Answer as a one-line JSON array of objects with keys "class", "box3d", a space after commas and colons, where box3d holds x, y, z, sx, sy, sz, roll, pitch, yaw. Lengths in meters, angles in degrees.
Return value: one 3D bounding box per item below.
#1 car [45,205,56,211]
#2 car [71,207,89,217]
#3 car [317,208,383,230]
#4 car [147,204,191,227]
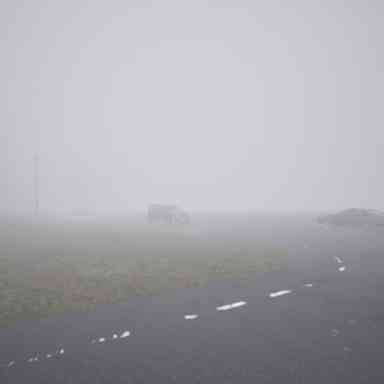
[{"class": "car", "box3d": [-36.652, 4.081, 86.150, 2.097, 1.767, 4.553, -2, -1, -32]}, {"class": "car", "box3d": [-18.580, 3.267, 55.088, 1.837, 1.490, 4.892, -3, 0, -34]}, {"class": "car", "box3d": [11.934, 1.895, 24.296, 2.033, 1.411, 5.357, -2, 0, -36]}, {"class": "car", "box3d": [-2.415, 2.173, 32.366, 2.150, 2.045, 5.566, -2, 0, -36]}]
